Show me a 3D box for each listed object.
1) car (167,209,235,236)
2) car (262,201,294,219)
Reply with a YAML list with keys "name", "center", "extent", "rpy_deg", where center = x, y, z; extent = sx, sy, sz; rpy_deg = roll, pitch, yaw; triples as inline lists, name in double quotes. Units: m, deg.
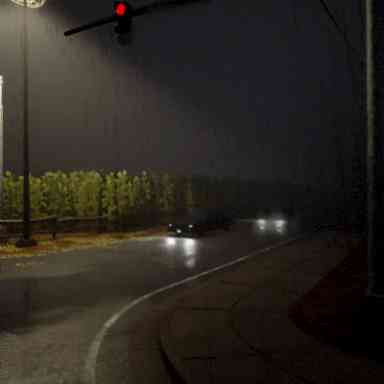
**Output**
- name: "car"
  center: [0.742, 1.712, 19.974]
  extent: [2.033, 1.411, 5.357]
  rpy_deg: [-1, 0, 33]
- name: "car"
  center: [8.205, 1.650, 31.616]
  extent: [1.882, 1.535, 5.008]
  rpy_deg: [-1, 0, 33]
